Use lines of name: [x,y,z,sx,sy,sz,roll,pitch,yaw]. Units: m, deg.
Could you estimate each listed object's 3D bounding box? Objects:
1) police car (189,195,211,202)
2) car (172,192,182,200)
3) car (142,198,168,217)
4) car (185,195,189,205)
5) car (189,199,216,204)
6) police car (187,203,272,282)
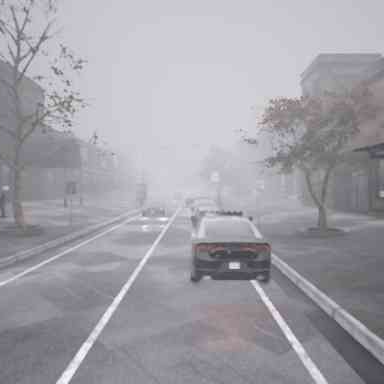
police car: [0.901,1.216,25.639,1.930,1.638,5.238,0,0,0]
car: [-2.998,0.850,68.575,2.128,1.511,4.902,0,1,0]
car: [-3.097,1.294,28.440,1.812,1.442,4.674,0,0,0]
car: [0.025,1.130,48.133,1.812,1.442,4.674,0,1,0]
car: [0.901,1.364,19.529,1.812,1.442,4.674,0,0,0]
police car: [0.900,1.340,9.639,1.930,1.638,5.238,0,0,0]
